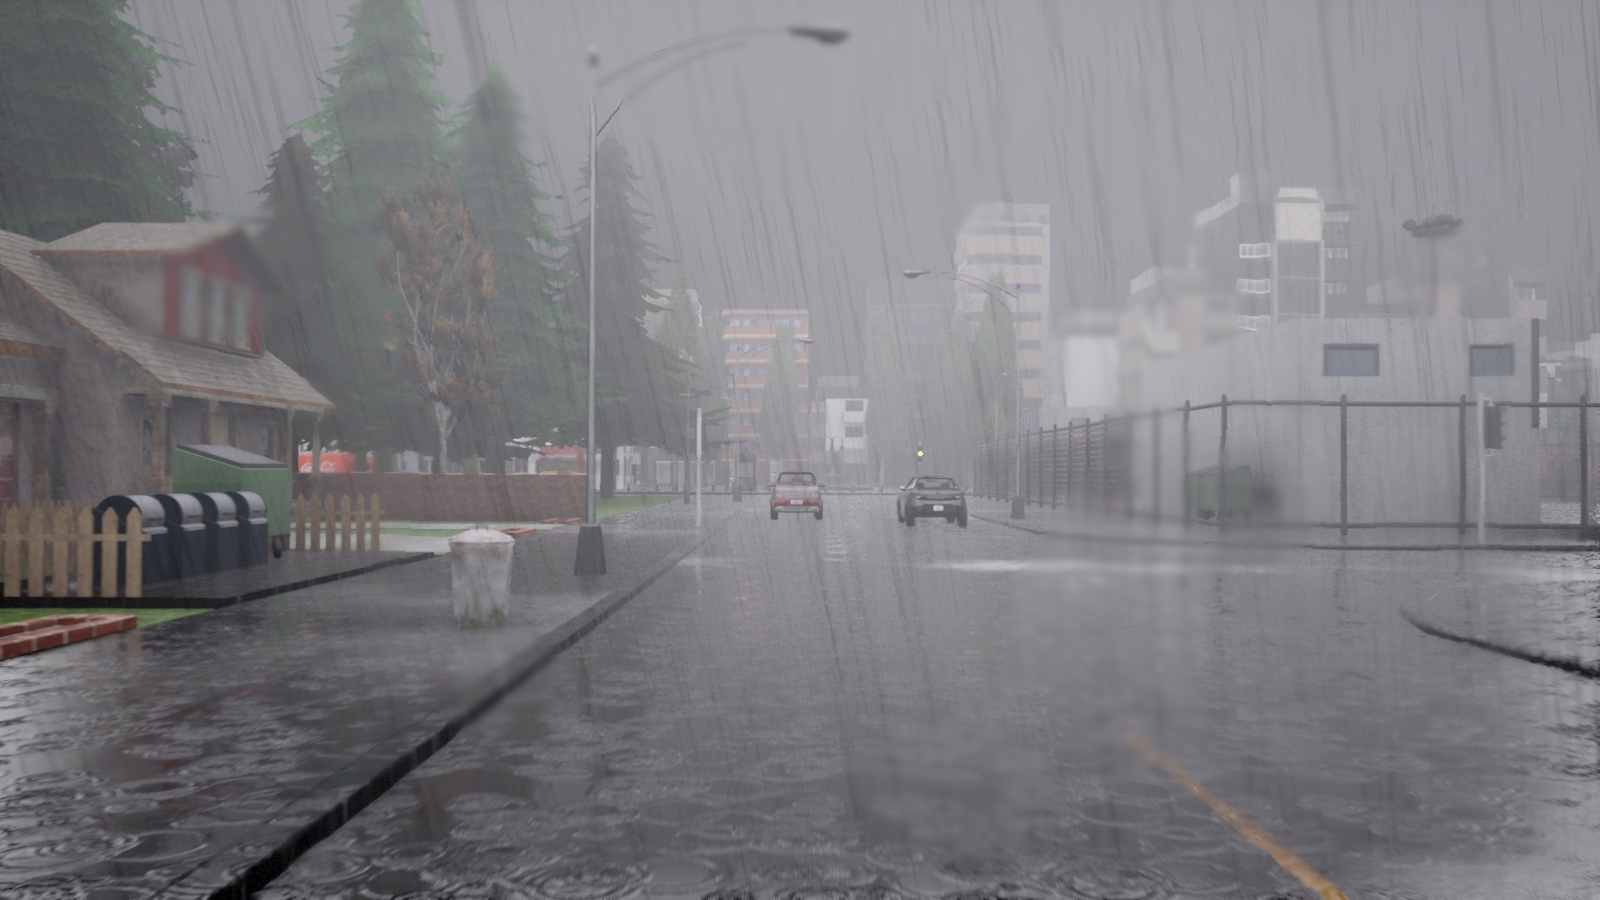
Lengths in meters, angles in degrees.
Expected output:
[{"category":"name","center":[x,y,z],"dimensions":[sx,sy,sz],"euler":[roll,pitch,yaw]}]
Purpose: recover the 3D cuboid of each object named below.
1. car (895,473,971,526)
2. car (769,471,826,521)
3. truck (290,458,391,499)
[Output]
[{"category":"car","center":[3.903,1.441,37.544],"dimensions":[1.816,1.474,4.193],"euler":[0,-1,0]},{"category":"car","center":[-0.102,1.491,41.631],"dimensions":[1.789,1.549,3.705],"euler":[0,-1,-1]},{"category":"truck","center":[-28.091,1.728,76.913],"dimensions":[5.204,2.467,2.627],"euler":[0,-1,0]}]
